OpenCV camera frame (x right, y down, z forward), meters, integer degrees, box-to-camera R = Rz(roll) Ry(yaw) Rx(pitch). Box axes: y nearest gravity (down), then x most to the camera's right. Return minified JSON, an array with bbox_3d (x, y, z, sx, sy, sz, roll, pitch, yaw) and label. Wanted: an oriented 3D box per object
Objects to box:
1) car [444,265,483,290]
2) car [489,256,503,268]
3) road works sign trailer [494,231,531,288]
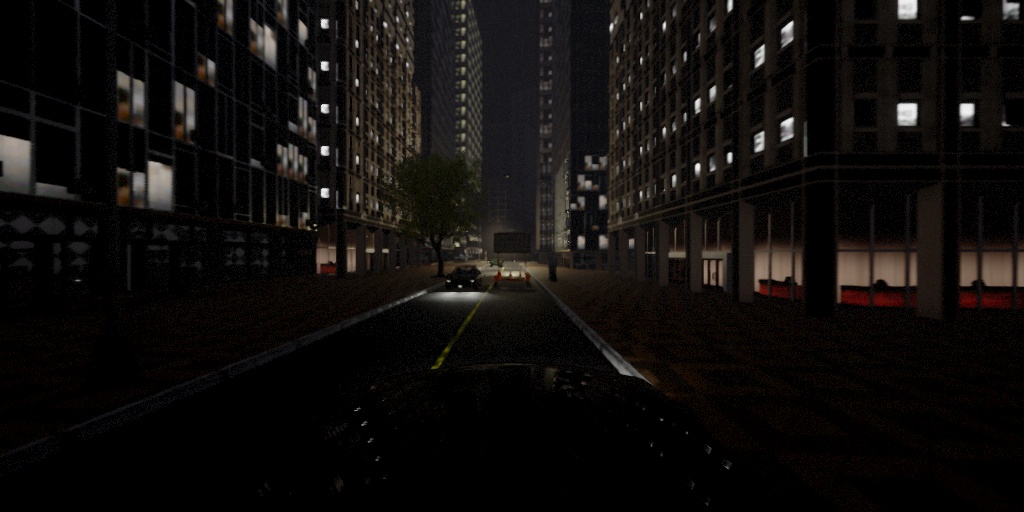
[{"bbox_3d":[-2.842,1.280,22.302,2.033,1.411,5.357,0,0,0],"label":"car"},{"bbox_3d":[-2.757,0.970,62.915,2.150,2.045,5.566,0,0,1],"label":"car"},{"bbox_3d":[0.007,0.196,23.332,2.380,3.560,2.880,0,0,0],"label":"road works sign trailer"}]
